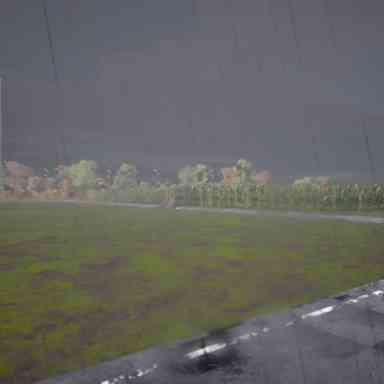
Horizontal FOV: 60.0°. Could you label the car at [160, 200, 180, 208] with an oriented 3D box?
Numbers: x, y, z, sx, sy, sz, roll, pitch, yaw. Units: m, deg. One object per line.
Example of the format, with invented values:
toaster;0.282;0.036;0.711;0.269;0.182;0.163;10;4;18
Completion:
car;-3.976;2.099;59.740;1.994;1.385;4.181;0;0;-36
